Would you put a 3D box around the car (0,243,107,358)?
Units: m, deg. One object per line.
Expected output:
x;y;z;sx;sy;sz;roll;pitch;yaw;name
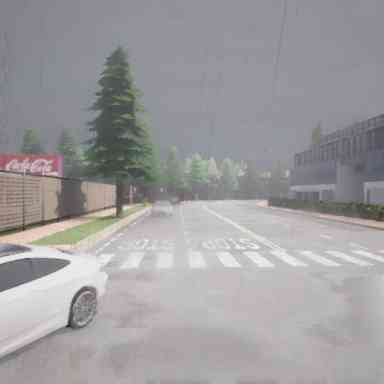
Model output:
-3.077;1.539;4.629;1.812;1.442;4.674;1;1;22;car

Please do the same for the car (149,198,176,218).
-2.631;1.542;29.990;1.812;1.442;4.674;0;0;-3;car

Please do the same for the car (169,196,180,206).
-3.154;1.472;56.104;2.128;1.511;4.902;-1;0;5;car
